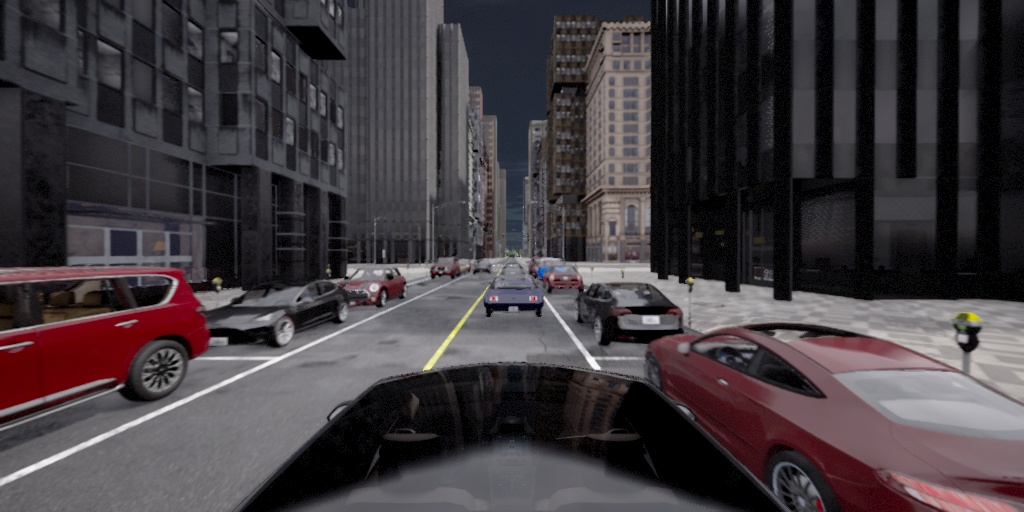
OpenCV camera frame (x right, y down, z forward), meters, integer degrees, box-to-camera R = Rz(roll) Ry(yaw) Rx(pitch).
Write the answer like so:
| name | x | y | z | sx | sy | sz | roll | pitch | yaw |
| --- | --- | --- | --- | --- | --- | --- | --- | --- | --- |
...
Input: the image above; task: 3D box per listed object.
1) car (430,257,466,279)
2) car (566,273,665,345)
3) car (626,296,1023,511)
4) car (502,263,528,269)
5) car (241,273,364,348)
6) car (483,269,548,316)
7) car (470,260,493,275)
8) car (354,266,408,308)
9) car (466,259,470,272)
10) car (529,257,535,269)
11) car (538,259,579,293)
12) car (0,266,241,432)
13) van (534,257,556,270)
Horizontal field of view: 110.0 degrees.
| name | x | y | z | sx | sy | sz | roll | pitch | yaw |
| --- | --- | --- | --- | --- | --- | --- | --- | --- | --- |
| car | -5.750 | 1.004 | 31.624 | 2.192 | 1.841 | 5.009 | 0 | 0 | 0 |
| car | 2.766 | 1.301 | 9.215 | 1.948 | 1.339 | 4.313 | 0 | 0 | 0 |
| car | 2.764 | 1.328 | 3.613 | 1.802 | 1.307 | 4.207 | 0 | 0 | 0 |
| car | 0.085 | 1.258 | 29.711 | 1.994 | 1.385 | 4.181 | 0 | 0 | 0 |
| car | -5.759 | 1.300 | 9.215 | 1.948 | 1.339 | 4.313 | 0 | 0 | 0 |
| car | 0.068 | 1.328 | 13.159 | 1.895 | 1.301 | 4.718 | 0 | 0 | 0 |
| car | -3.057 | 1.184 | 37.879 | 1.837 | 1.490 | 4.892 | 0 | 0 | 0 |
| car | -5.757 | 1.163 | 14.817 | 1.967 | 1.591 | 4.097 | 0 | 0 | 0 |
| car | -5.748 | 1.204 | 37.056 | 1.751 | 1.417 | 4.829 | 0 | 0 | 0 |
| car | 2.775 | 1.130 | 31.621 | 1.967 | 1.591 | 4.097 | 0 | 0 | 0 |
| car | 2.771 | 1.152 | 20.418 | 1.967 | 1.591 | 4.097 | 0 | 0 | 0 |
| car | -5.762 | 1.060 | 3.614 | 2.192 | 1.841 | 5.009 | 0 | 0 | 0 |
| van | 2.773 | 1.042 | 26.020 | 1.690 | 1.789 | 3.998 | 0 | 0 | 0 |
